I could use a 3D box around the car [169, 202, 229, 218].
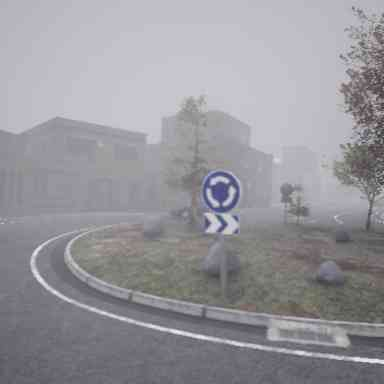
[{"bbox_3d":[0.602,1.450,27.252,4.892,1.490,1.837,2,-1,-17],"label":"car"}]

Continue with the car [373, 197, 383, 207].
[{"bbox_3d":[38.245,2.305,69.064,1.812,1.442,4.674,2,1,32],"label":"car"}]
